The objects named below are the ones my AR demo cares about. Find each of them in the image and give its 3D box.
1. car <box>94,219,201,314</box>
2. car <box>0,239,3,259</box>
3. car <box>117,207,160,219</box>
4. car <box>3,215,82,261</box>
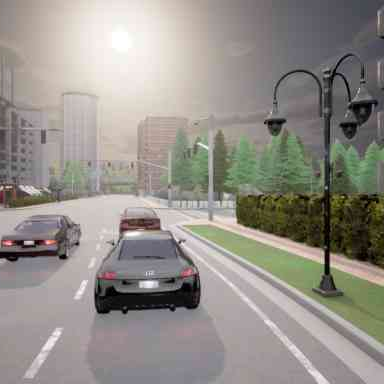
[{"bbox_3d":[-1.042,1.564,7.725,1.994,1.385,4.181,0,0,-9],"label":"car"},{"bbox_3d":[-3.876,1.492,2.757,2.128,1.511,4.902,0,0,-5],"label":"car"},{"bbox_3d":[-2.659,1.478,16.563,1.882,1.535,5.008,0,0,-12],"label":"car"},{"bbox_3d":[-5.317,1.547,12.289,2.033,1.411,5.357,0,0,-11],"label":"car"}]
